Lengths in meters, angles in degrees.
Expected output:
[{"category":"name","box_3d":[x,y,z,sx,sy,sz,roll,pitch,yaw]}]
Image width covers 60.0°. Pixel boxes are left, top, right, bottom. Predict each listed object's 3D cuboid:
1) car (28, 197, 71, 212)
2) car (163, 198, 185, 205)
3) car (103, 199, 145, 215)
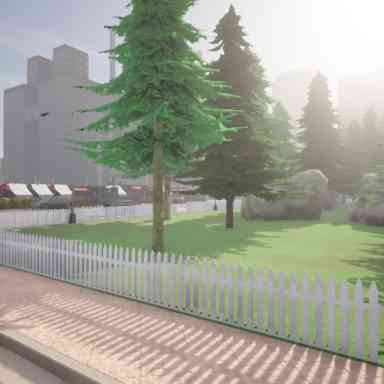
[{"category":"car","box_3d":[-16.254,1.346,38.090,2.097,1.767,4.553,0,0,34]},{"category":"car","box_3d":[-3.187,1.486,57.309,2.128,1.511,4.902,0,0,34]},{"category":"car","box_3d":[-6.638,1.487,33.232,2.128,1.511,4.902,0,0,34]}]
